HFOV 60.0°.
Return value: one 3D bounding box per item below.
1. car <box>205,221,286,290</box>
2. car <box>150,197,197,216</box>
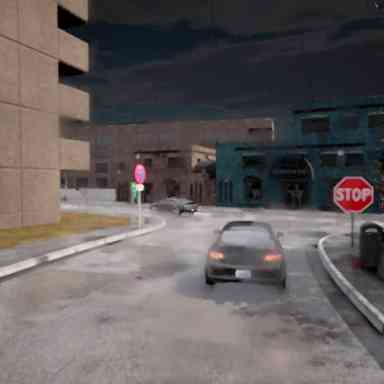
[{"bbox_3d":[1.499,1.504,9.006,1.812,1.442,4.674,1,0,11],"label":"car"},{"bbox_3d":[-1.701,1.226,29.503,4.902,1.511,2.128,3,3,44],"label":"car"}]
